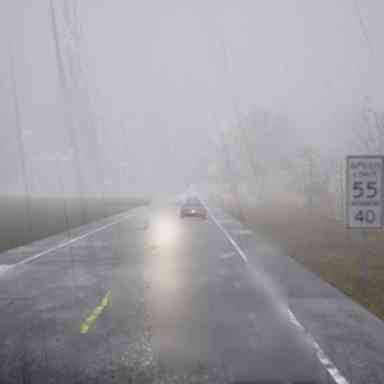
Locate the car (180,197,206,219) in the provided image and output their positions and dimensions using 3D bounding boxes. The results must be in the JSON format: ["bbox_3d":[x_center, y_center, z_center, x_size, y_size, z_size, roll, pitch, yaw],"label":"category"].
[{"bbox_3d":[0.098,1.373,26.434,1.994,1.385,4.181,0,0,0],"label":"car"}]

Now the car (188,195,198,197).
[{"bbox_3d":[0.099,1.143,47.962,2.128,1.511,4.902,0,0,0],"label":"car"}]
